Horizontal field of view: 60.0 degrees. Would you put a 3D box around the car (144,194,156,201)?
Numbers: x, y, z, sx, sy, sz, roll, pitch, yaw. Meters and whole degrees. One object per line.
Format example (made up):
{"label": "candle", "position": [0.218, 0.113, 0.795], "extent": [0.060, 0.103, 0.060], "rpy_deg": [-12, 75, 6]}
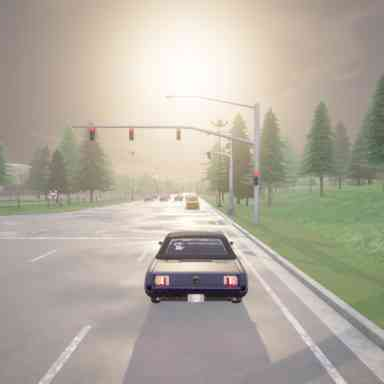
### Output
{"label": "car", "position": [-10.337, 1.531, 80.445], "extent": [2.033, 1.411, 5.357], "rpy_deg": [0, 0, 0]}

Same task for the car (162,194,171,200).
{"label": "car", "position": [-6.816, 1.372, 90.858], "extent": [2.033, 1.411, 5.357], "rpy_deg": [0, 0, 0]}

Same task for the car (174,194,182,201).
{"label": "car", "position": [-3.336, 1.544, 80.848], "extent": [1.994, 1.385, 4.181], "rpy_deg": [0, 0, 0]}

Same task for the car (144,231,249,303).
{"label": "car", "position": [0.096, 1.601, 8.136], "extent": [1.895, 1.301, 4.718], "rpy_deg": [0, 0, 1]}

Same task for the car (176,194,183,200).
{"label": "car", "position": [-3.316, 1.356, 90.851], "extent": [1.812, 1.442, 4.674], "rpy_deg": [0, 0, 0]}

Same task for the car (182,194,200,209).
{"label": "car", "position": [-0.029, 1.082, 46.334], "extent": [1.882, 1.535, 5.008], "rpy_deg": [-3, 17, -3]}

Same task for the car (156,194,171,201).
{"label": "car", "position": [-6.837, 1.531, 80.438], "extent": [2.033, 1.411, 5.357], "rpy_deg": [0, 0, 0]}

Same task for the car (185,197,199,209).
{"label": "car", "position": [0.055, 1.576, 49.804], "extent": [2.033, 1.411, 5.357], "rpy_deg": [-1, 1, 1]}

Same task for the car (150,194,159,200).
{"label": "car", "position": [-10.316, 1.332, 90.865], "extent": [1.837, 1.490, 4.892], "rpy_deg": [0, 0, 0]}
